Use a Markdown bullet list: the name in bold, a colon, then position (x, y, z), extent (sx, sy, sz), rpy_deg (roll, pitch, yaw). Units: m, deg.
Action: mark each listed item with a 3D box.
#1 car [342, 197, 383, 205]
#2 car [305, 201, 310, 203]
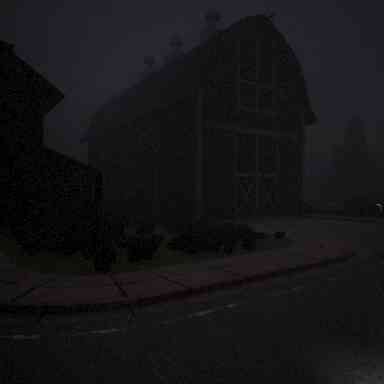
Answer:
- **car**: position (18.240, 1.345, 35.109), extent (2.097, 1.767, 4.553), rpy_deg (0, 0, -34)
- **car**: position (13.058, 1.488, 42.660), extent (2.128, 1.511, 4.902), rpy_deg (0, 0, -34)
